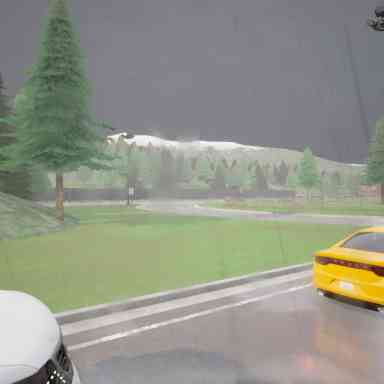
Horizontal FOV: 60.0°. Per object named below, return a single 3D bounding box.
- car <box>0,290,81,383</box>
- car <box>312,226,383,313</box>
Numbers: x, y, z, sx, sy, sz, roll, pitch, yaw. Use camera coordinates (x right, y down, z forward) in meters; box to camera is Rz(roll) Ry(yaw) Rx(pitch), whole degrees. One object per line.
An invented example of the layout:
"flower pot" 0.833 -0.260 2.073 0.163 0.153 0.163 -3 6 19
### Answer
"car" -3.344 1.221 1.363 5.566 2.045 2.150 0 0 -35
"car" 4.700 1.478 7.206 5.008 1.535 1.882 0 0 -35
